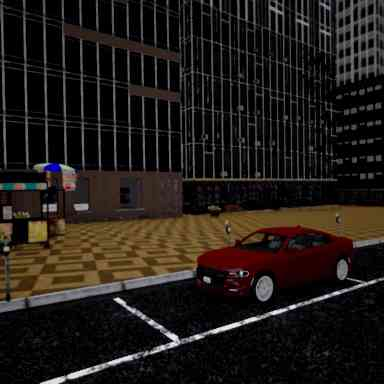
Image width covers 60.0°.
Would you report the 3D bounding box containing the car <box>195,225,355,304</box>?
[{"bbox_3d":[2.134,1.542,8.080,4.507,1.381,1.887,0,-1,-35],"label":"car"}]
